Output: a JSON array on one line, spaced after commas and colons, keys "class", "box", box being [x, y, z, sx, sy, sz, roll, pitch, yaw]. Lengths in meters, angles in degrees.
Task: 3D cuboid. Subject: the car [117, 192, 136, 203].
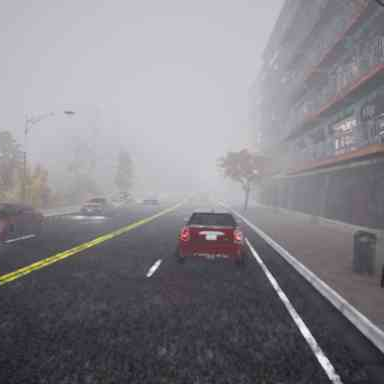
[{"class": "car", "box": [-7.591, 0.657, 37.465, 2.097, 1.767, 4.553, 2, 0, 3]}]

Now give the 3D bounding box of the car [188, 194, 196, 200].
[{"class": "car", "box": [-0.031, 1.533, 85.251, 1.895, 1.301, 4.718, 2, 0, 0]}]

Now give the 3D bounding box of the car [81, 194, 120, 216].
[{"class": "car", "box": [-8.107, 1.204, 29.079, 1.812, 1.442, 4.674, 2, 1, 3]}]

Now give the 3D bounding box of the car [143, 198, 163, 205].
[{"class": "car", "box": [-4.353, 0.967, 37.291, 1.994, 1.385, 4.181, 2, 0, 3]}]

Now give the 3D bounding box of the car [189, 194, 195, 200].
[{"class": "car", "box": [-0.061, 1.366, 95.259, 1.812, 1.442, 4.674, 2, 0, -1]}]

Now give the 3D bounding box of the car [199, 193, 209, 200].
[{"class": "car", "box": [3.230, 1.280, 84.938, 2.150, 2.045, 5.566, 2, 0, 0]}]

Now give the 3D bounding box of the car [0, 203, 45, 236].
[{"class": "car", "box": [-8.897, 1.231, 16.071, 1.994, 1.385, 4.181, 2, 0, 3]}]

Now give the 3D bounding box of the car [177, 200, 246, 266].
[{"class": "car", "box": [0.715, 1.359, 11.935, 2.097, 1.767, 4.553, 2, 0, 4]}]

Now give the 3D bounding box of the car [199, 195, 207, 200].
[{"class": "car", "box": [3.186, 1.506, 95.315, 1.994, 1.385, 4.181, 2, 0, -1]}]
